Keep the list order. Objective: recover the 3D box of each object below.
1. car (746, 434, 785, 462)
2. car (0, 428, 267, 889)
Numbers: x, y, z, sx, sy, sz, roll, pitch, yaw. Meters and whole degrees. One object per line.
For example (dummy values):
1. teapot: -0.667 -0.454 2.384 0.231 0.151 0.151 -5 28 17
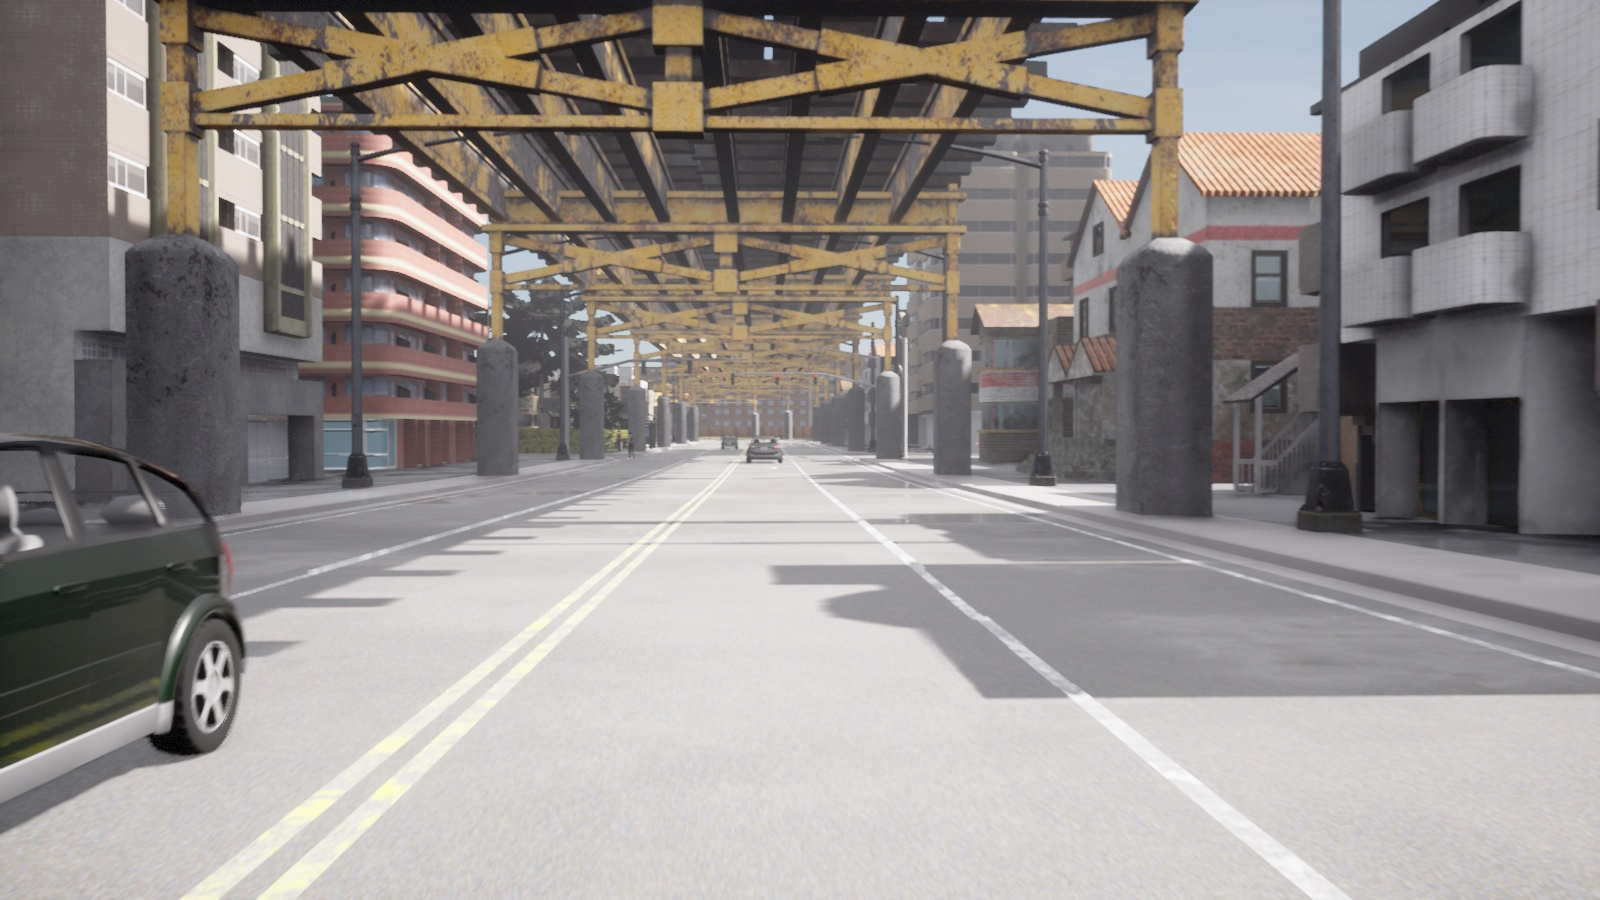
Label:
1. car: -2.080 -0.144 76.121 2.242 1.667 4.611 0 1 -1
2. car: -3.595 0.698 4.608 1.789 1.549 3.705 0 0 -2
